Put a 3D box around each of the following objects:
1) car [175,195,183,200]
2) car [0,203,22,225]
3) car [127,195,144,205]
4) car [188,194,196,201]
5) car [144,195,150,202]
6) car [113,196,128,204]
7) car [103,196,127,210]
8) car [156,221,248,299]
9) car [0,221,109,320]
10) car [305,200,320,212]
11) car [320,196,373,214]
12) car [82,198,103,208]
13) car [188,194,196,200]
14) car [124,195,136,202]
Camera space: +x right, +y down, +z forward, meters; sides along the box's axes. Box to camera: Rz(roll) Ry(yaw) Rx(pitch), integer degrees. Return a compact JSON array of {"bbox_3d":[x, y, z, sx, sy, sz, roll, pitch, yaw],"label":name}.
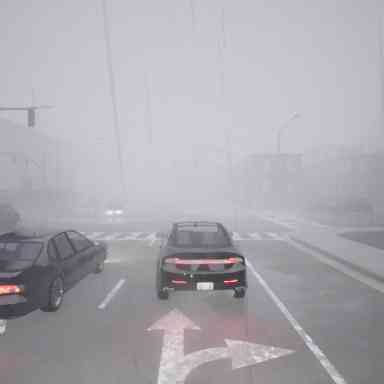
[{"bbox_3d":[-3.533,1.524,92.864,1.812,1.442,4.674,0,0,0],"label":"car"},{"bbox_3d":[-10.606,1.352,16.788,2.097,1.767,4.553,0,0,0],"label":"car"},{"bbox_3d":[-10.598,1.477,60.504,1.882,1.535,5.008,0,0,1],"label":"car"},{"bbox_3d":[-0.029,1.500,82.458,1.837,1.490,4.892,0,0,0],"label":"car"},{"bbox_3d":[-10.526,1.478,73.619,1.882,1.535,5.008,0,0,0],"label":"car"},{"bbox_3d":[-14.051,1.564,65.190,1.994,1.385,4.181,0,0,0],"label":"car"},{"bbox_3d":[-9.887,1.493,43.179,2.128,1.511,4.902,0,0,-10],"label":"car"},{"bbox_3d":[0.112,1.492,8.445,2.128,1.511,4.902,0,0,-3],"label":"car"},{"bbox_3d":[-3.434,1.547,7.639,2.033,1.411,5.357,0,0,0],"label":"car"},{"bbox_3d":[15.698,1.491,38.710,4.902,1.511,2.128,0,0,0],"label":"car"},{"bbox_3d":[16.528,1.352,35.209,4.553,1.767,2.097,0,0,0],"label":"car"},{"bbox_3d":[-14.114,1.547,47.776,2.033,1.411,5.357,0,0,0],"label":"car"},{"bbox_3d":[-0.033,1.355,92.849,2.097,1.767,4.553,0,0,0],"label":"car"},{"bbox_3d":[-14.027,1.524,75.666,1.812,1.442,4.674,0,0,0],"label":"car"}]
